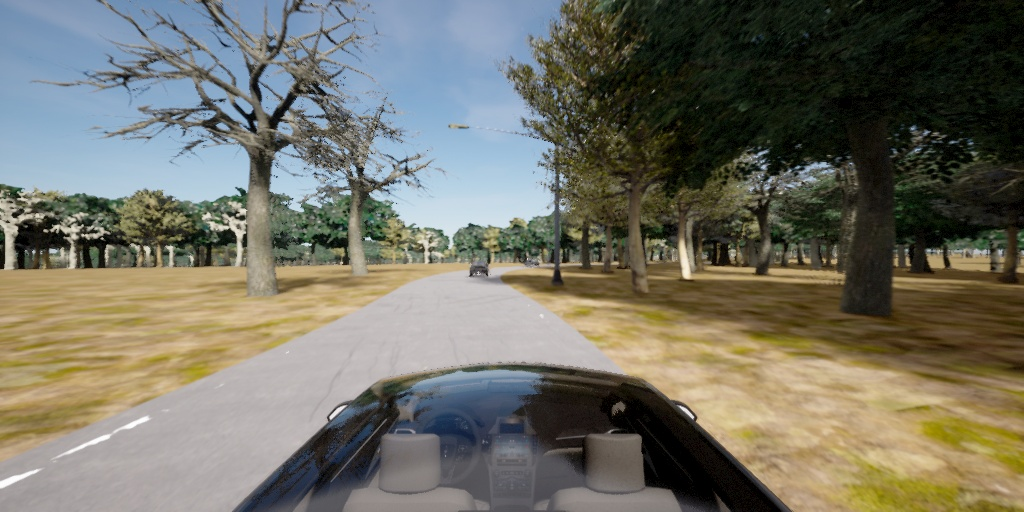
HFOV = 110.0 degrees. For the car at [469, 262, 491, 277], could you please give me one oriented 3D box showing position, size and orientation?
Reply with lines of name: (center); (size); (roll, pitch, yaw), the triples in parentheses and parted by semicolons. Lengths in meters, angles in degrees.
car: (-3.217, 1.318, 36.181); (1.837, 1.490, 4.892); (-1, 0, -1)
